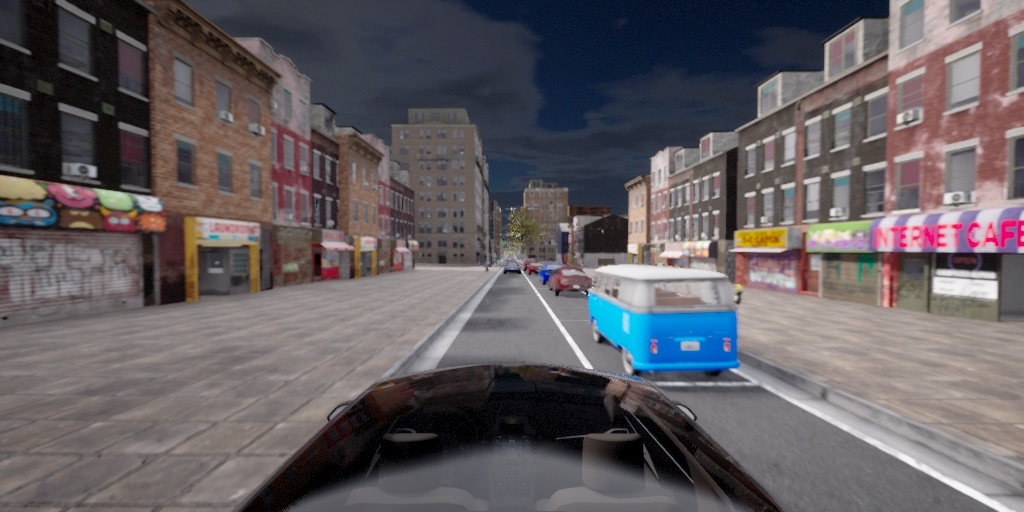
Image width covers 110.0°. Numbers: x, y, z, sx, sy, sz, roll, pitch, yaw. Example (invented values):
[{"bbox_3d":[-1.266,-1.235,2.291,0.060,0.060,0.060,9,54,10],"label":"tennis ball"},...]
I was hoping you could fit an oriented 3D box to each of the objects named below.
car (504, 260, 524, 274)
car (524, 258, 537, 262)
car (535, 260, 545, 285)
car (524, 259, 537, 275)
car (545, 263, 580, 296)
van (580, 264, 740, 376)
[{"bbox_3d":[0.058,1.365,42.264,1.994,1.385,4.181,0,-1,0],"label":"car"},{"bbox_3d":[2.635,1.150,49.439,2.192,1.841,5.009,0,0,0],"label":"car"},{"bbox_3d":[3.014,1.235,26.190,1.882,1.535,5.008,0,0,0],"label":"car"},{"bbox_3d":[2.635,1.336,38.860,1.888,1.381,4.507,0,0,0],"label":"car"},{"bbox_3d":[3.023,1.273,19.187,1.812,1.442,4.674,0,0,0],"label":"car"},{"bbox_3d":[2.636,1.086,7.121,1.690,1.789,3.998,0,0,0],"label":"van"}]
